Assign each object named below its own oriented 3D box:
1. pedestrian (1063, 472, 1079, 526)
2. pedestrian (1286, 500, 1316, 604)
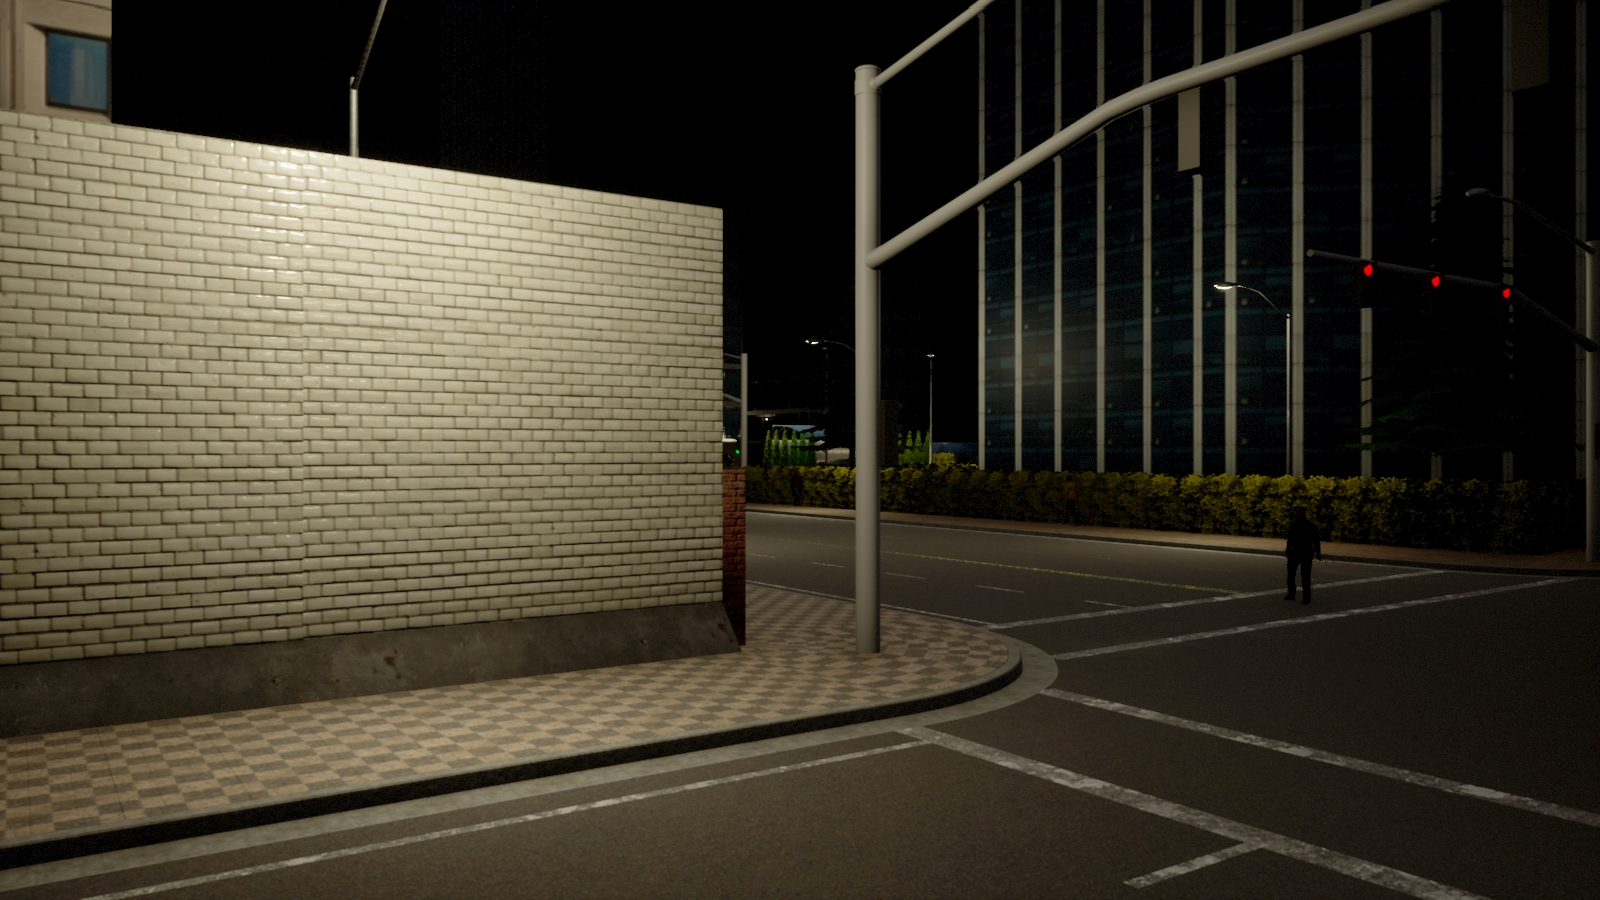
[{"bbox_3d":[9.508,1.704,40.085,0.375,1.860,0.375,0,0,-36],"label":"pedestrian"},{"bbox_3d":[9.161,1.854,20.907,0.375,1.860,0.375,0,0,-41],"label":"pedestrian"}]
